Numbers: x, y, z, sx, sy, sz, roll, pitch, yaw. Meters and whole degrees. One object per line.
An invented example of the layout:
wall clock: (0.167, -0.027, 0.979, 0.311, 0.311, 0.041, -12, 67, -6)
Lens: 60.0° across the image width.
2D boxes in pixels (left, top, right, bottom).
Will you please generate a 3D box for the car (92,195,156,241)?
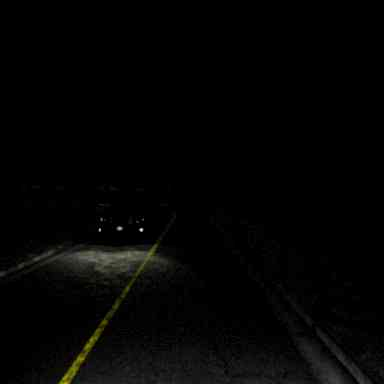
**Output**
car: (-3.119, 1.205, 17.084, 2.150, 2.045, 5.566, 0, 0, 0)
